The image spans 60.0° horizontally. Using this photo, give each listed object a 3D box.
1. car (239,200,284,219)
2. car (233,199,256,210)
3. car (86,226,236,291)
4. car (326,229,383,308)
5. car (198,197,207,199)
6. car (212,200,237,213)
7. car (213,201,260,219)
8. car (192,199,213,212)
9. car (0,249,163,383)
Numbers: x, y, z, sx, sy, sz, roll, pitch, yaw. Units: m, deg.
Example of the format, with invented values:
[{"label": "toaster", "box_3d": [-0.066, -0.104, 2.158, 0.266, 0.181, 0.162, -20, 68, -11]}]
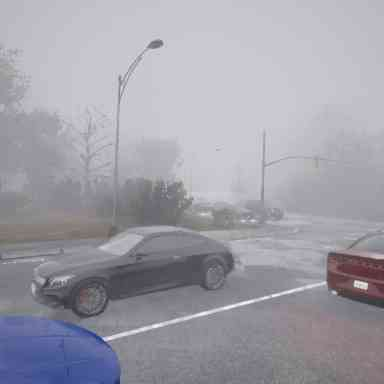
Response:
[{"label": "car", "box_3d": [7.986, 1.932, 37.704, 2.150, 2.045, 5.566, 3, -1, -22]}, {"label": "car", "box_3d": [8.992, 2.091, 57.614, 2.033, 1.411, 5.357, 2, 2, -13]}, {"label": "car", "box_3d": [-1.047, 1.539, 7.536, 4.674, 1.442, 1.812, 1, 0, -36]}, {"label": "car", "box_3d": [5.041, 1.556, 7.383, 5.008, 1.535, 1.882, 1, -1, -35]}, {"label": "car", "box_3d": [1.870, 1.721, 56.906, 1.837, 1.490, 4.892, 2, 2, -13]}, {"label": "car", "box_3d": [4.530, 2.054, 47.119, 1.837, 1.490, 4.892, 3, 1, -17]}, {"label": "car", "box_3d": [4.736, 2.108, 36.316, 2.033, 1.411, 5.357, 3, -1, -23]}, {"label": "car", "box_3d": [1.424, 2.022, 45.274, 1.895, 1.301, 4.718, 3, 0, -18]}, {"label": "car", "box_3d": [-2.813, 1.478, 1.735, 5.008, 1.535, 1.882, 0, 0, -36]}]
